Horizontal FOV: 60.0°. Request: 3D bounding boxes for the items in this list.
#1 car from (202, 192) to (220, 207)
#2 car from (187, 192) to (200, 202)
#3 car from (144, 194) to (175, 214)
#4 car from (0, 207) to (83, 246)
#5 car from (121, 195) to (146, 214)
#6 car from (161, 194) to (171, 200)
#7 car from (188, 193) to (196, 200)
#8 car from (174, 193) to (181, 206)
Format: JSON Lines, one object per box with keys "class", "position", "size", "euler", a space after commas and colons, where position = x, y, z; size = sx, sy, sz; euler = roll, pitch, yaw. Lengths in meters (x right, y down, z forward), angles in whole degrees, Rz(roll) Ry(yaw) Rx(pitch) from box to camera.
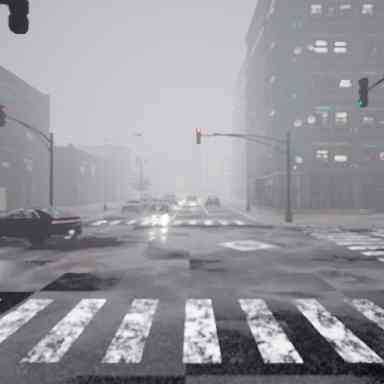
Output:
{"class": "car", "position": [2.702, 1.153, 44.206], "size": [1.967, 1.590, 4.097], "euler": [1, 0, 0]}
{"class": "car", "position": [-0.005, 1.085, 60.446], "size": [1.882, 1.535, 5.008], "euler": [0, 0, 0]}
{"class": "car", "position": [-3.099, 1.278, 32.778], "size": [2.128, 1.511, 4.902], "euler": [0, 0, 0]}
{"class": "car", "position": [-6.996, 1.407, 14.604], "size": [4.902, 1.511, 2.128], "euler": [0, -1, 29]}
{"class": "car", "position": [-5.755, 1.331, 32.776], "size": [1.887, 1.381, 4.507], "euler": [1, 0, 0]}
{"class": "car", "position": [-5.683, 1.112, 72.578], "size": [1.802, 1.307, 4.206], "euler": [1, 0, 0]}
{"class": "car", "position": [-0.006, 0.897, 70.871], "size": [1.812, 1.442, 4.674], "euler": [0, 0, 0]}
{"class": "car", "position": [-3.088, 1.036, 48.341], "size": [2.097, 1.767, 4.553], "euler": [0, 1, 0]}
